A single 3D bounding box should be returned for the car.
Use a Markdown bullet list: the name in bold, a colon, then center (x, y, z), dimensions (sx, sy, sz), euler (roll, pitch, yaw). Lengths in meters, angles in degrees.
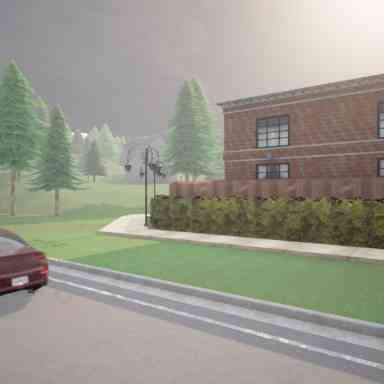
- **car**: center (-5.134, 1.526, 7.653), dimensions (4.674, 1.442, 1.812), euler (0, 0, 36)
